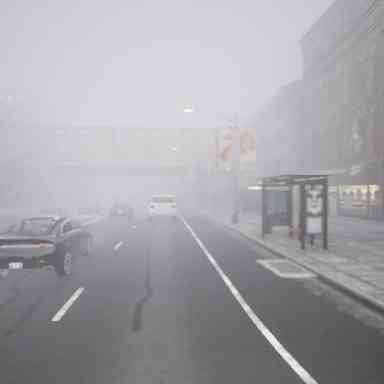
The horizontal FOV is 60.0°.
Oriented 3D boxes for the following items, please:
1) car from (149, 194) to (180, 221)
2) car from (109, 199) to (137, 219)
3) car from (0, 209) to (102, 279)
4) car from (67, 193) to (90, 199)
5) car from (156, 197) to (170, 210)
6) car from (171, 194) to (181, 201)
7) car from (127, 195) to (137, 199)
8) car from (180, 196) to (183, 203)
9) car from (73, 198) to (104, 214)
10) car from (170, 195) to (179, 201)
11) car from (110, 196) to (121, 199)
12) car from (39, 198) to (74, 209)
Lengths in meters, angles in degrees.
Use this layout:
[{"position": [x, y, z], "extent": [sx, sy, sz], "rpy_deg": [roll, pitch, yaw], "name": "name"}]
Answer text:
[{"position": [-2.377, 1.234, 27.243], "extent": [2.150, 2.045, 5.566], "rpy_deg": [0, 0, -5], "name": "car"}, {"position": [-6.021, 1.566, 29.017], "extent": [1.994, 1.385, 4.181], "rpy_deg": [0, 0, -5], "name": "car"}, {"position": [-4.320, 1.487, 10.099], "extent": [2.128, 1.511, 4.902], "rpy_deg": [0, 0, -6], "name": "car"}, {"position": [-18.173, 1.213, 52.126], "extent": [2.435, 2.045, 5.566], "rpy_deg": [0, 0, -5], "name": "car"}, {"position": [-3.912, 1.523, 45.225], "extent": [1.837, 1.490, 4.892], "rpy_deg": [0, 0, -5], "name": "car"}, {"position": [-3.986, 1.396, 82.829], "extent": [2.185, 1.767, 4.553], "rpy_deg": [0, 0, -5], "name": "car"}, {"position": [-13.292, 1.480, 73.711], "extent": [1.812, 1.442, 4.674], "rpy_deg": [0, 0, -5], "name": "car"}, {"position": [-3.114, 1.519, 72.089], "extent": [2.231, 1.521, 4.892], "rpy_deg": [0, 0, 5], "name": "car"}, {"position": [-10.090, 1.558, 33.248], "extent": [1.994, 1.385, 4.181], "rpy_deg": [0, 0, -5], "name": "car"}, {"position": [-4.665, 1.524, 89.220], "extent": [2.097, 1.535, 5.008], "rpy_deg": [0, 0, -5], "name": "car"}, {"position": [-16.777, 1.542, 73.386], "extent": [1.895, 1.301, 4.718], "rpy_deg": [0, 0, -5], "name": "car"}, {"position": [-13.579, 1.549, 32.967], "extent": [1.994, 1.385, 4.181], "rpy_deg": [0, 0, -5], "name": "car"}]
